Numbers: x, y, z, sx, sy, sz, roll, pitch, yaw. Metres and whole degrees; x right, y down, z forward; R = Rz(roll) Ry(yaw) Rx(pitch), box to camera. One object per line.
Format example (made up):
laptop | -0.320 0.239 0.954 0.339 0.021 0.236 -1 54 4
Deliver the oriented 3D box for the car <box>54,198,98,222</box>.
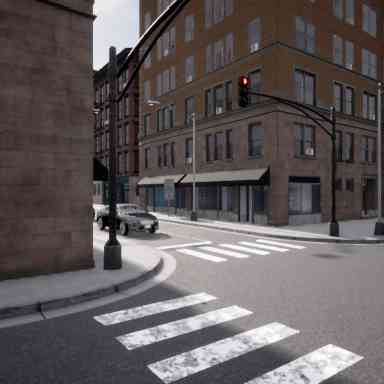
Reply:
car | -9.110 1.323 25.863 1.882 1.535 5.008 0 0 -36

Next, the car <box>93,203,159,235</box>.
car | -3.624 1.395 18.153 2.128 1.511 4.902 0 0 -37
